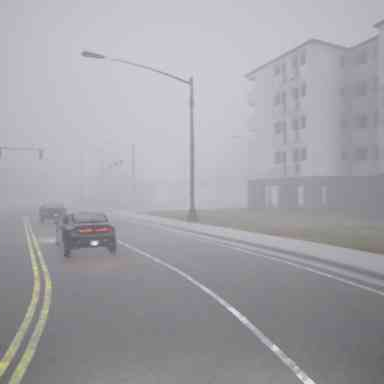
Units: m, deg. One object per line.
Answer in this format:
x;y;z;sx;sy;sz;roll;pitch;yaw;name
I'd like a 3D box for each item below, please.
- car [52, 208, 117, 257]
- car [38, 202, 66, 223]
-4.355;1.544;13.401;1.837;1.490;4.892;0;-1;-26;car
-11.119;1.585;26.528;1.882;1.535;5.008;0;-1;-27;car
